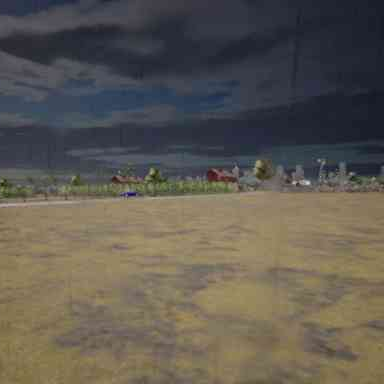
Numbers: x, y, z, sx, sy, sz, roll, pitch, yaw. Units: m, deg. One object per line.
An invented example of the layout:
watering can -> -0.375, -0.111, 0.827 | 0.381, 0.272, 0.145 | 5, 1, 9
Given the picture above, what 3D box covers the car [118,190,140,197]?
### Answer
car -> -13.072, 0.268, 69.196 | 1.882, 1.535, 5.008 | 0, 1, 36
